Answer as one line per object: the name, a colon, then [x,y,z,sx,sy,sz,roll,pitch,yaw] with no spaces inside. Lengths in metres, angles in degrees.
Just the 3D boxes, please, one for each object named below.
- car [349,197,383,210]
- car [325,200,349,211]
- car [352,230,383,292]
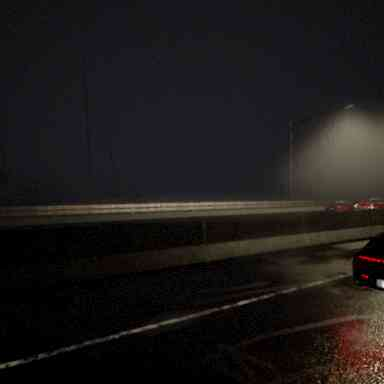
car: [18.503,1.384,33.928,4.553,1.767,2.097,0,0,-34]
car: [16.701,1.596,36.935,4.181,1.385,1.994,0,0,-34]
car: [5.695,1.506,7.789,4.892,1.490,1.837,-1,0,-35]
